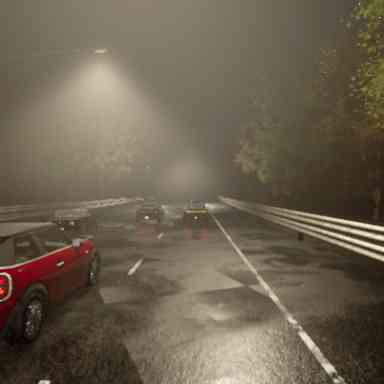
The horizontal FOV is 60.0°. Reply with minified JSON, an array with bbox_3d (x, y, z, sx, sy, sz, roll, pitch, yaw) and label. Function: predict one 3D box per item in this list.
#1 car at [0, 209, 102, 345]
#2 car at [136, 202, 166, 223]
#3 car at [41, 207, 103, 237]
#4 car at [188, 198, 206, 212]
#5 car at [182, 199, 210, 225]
[{"bbox_3d":[-3.377,1.370,6.568,2.097,1.767,4.553,0,0,0],"label":"car"},{"bbox_3d":[-3.183,1.577,26.114,1.837,1.490,4.892,0,0,1],"label":"car"},{"bbox_3d":[-6.780,1.655,19.426,1.895,1.301,4.718,0,0,1],"label":"car"},{"bbox_3d":[0.623,1.603,41.376,2.128,1.511,4.902,0,0,1],"label":"car"},{"bbox_3d":[0.300,1.560,24.917,2.128,1.511,4.902,0,0,1],"label":"car"}]
